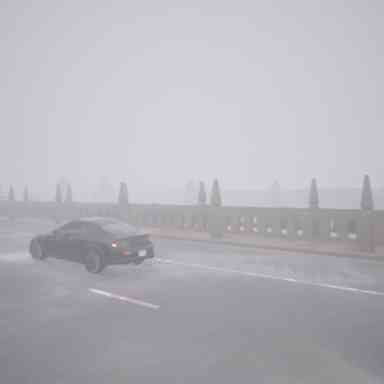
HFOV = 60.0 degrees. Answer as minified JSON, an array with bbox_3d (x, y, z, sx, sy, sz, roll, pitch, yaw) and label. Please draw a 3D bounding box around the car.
[{"bbox_3d":[-3.255,1.541,10.612,4.674,1.442,1.812,0,0,35],"label":"car"}]
